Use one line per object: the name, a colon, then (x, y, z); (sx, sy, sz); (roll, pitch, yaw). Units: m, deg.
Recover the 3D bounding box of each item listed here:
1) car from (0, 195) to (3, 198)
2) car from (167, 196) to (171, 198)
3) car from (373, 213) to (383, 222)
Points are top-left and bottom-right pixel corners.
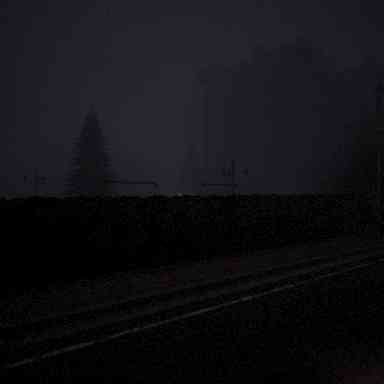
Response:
car: (-40.312, 1.374, 67.393); (3.633, 1.501, 1.845); (0, 0, -38)
car: (-4.684, 1.337, 50.366); (2.097, 1.767, 4.553); (0, 0, -38)
car: (13.948, 1.587, 20.389); (1.895, 1.301, 4.718); (0, 0, -33)
